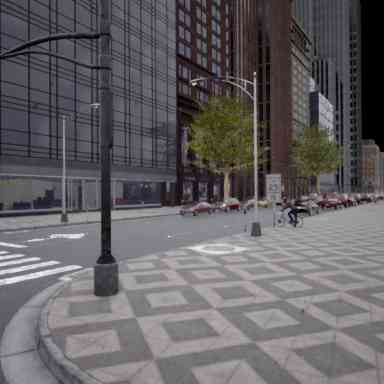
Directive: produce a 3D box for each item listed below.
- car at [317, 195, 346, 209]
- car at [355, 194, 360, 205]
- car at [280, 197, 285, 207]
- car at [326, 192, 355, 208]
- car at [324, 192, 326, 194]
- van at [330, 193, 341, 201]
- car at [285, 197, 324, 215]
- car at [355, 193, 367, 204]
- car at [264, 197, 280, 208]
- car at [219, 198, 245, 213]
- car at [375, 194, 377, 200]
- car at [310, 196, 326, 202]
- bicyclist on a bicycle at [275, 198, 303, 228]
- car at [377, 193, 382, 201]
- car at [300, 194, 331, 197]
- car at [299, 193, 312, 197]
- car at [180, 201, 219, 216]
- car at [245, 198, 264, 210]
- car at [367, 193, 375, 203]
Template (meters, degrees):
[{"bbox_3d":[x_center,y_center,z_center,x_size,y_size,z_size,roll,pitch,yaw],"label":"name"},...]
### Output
[{"bbox_3d":[17.141,1.377,40.768,1.887,1.381,4.507,0,0,35],"label":"car"},{"bbox_3d":[23.536,1.378,50.057,1.947,1.339,4.313,0,0,35],"label":"car"},{"bbox_3d":[13.321,1.456,50.252,1.947,1.339,4.313,0,0,35],"label":"car"},{"bbox_3d":[20.338,1.137,45.413,2.192,1.841,5.009,0,0,35],"label":"car"},{"bbox_3d":[22.261,1.051,52.739,2.150,2.045,5.566,-1,0,35],"label":"car"},{"bbox_3d":[35.702,1.185,82.770,1.690,1.788,3.998,-1,0,35],"label":"van"},{"bbox_3d":[10.747,1.424,31.478,1.947,1.339,4.313,0,0,35],"label":"car"},{"bbox_3d":[26.732,1.118,54.702,2.192,1.841,5.009,0,0,35],"label":"car"},{"bbox_3d":[10.026,1.426,45.466,1.752,1.417,4.829,0,0,35],"label":"car"},{"bbox_3d":[3.727,1.367,36.315,1.967,1.590,4.097,0,0,35],"label":"car"},{"bbox_3d":[36.421,1.302,68.776,1.752,1.417,4.829,-1,0,35],"label":"car"},{"bbox_3d":[26.112,1.418,68.834,1.947,1.339,4.313,0,0,35],"label":"car"},{"bbox_3d":[5.315,1.177,18.363,1.656,1.620,0.582,-1,0,35],"label":"bicyclist on a bicycle"},{"bbox_3d":[42.719,1.358,77.925,1.802,1.307,4.206,-1,0,35],"label":"car"},{"bbox_3d":[16.572,1.339,44.474,2.128,1.511,4.902,-1,0,35],"label":"car"},{"bbox_3d":[19.716,1.415,59.543,1.887,1.381,4.507,0,0,35],"label":"car"},{"bbox_3d":[0.531,1.525,31.670,1.802,1.307,4.206,0,0,35],"label":"car"},{"bbox_3d":[6.926,1.495,40.961,1.802,1.307,4.206,0,0,35],"label":"car"},{"bbox_3d":[33.127,1.099,63.992,2.192,1.841,5.009,0,0,35],"label":"car"}]
